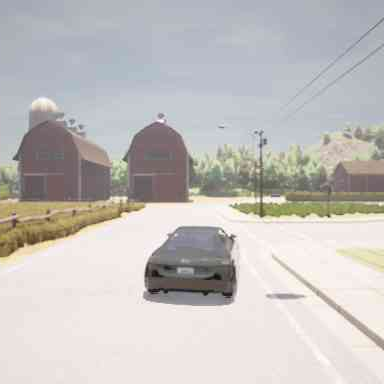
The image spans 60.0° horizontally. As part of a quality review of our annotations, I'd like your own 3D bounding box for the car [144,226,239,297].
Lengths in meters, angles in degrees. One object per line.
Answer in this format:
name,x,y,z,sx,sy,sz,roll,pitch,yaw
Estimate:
car,0.200,1.562,8.705,1.994,1.385,4.181,0,0,9
